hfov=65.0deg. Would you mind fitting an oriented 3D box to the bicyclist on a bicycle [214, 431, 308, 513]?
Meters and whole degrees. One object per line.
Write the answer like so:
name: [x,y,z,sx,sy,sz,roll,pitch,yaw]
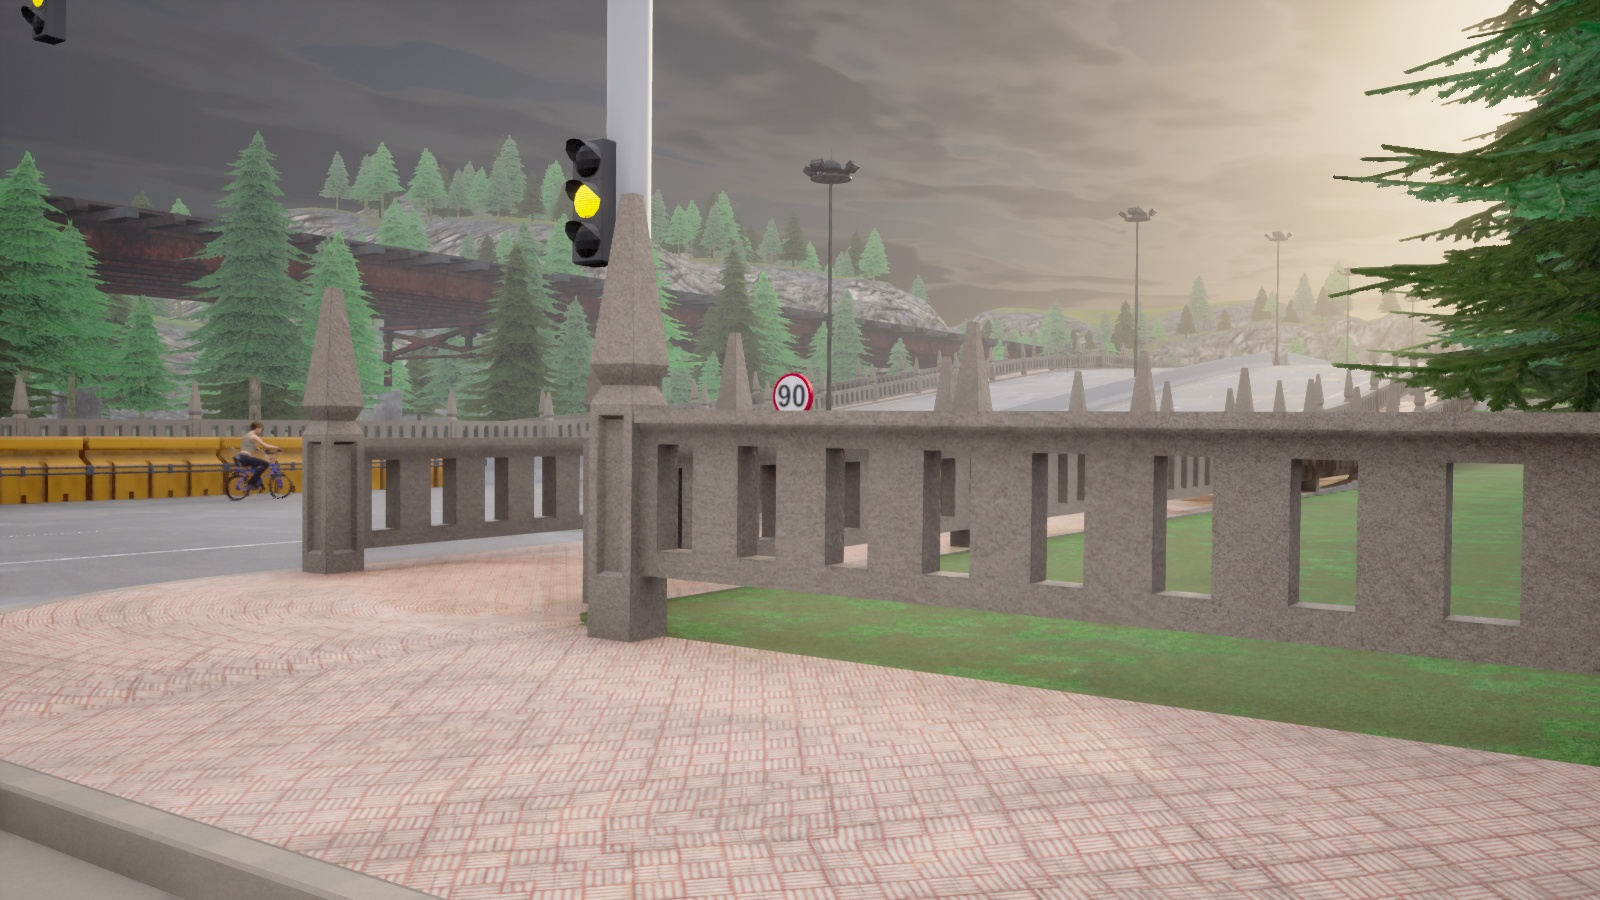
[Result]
bicyclist on a bicycle: [-10.931,0.419,25.496,0.866,1.612,1.509,0,1,34]
